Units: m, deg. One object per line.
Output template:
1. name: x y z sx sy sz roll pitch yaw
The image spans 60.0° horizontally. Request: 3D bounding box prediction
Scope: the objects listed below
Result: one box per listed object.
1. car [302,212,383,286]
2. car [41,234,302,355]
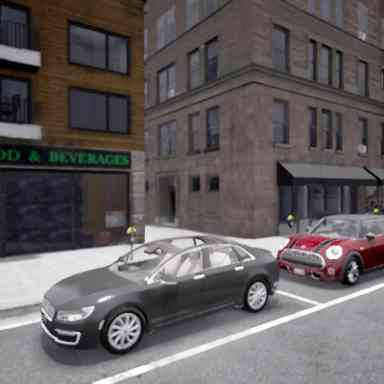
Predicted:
1. car: 4.202 1.375 9.154 4.097 1.590 1.967 -1 0 -35
2. car: -0.300 1.527 5.964 4.403 1.369 2.008 -1 0 -35
